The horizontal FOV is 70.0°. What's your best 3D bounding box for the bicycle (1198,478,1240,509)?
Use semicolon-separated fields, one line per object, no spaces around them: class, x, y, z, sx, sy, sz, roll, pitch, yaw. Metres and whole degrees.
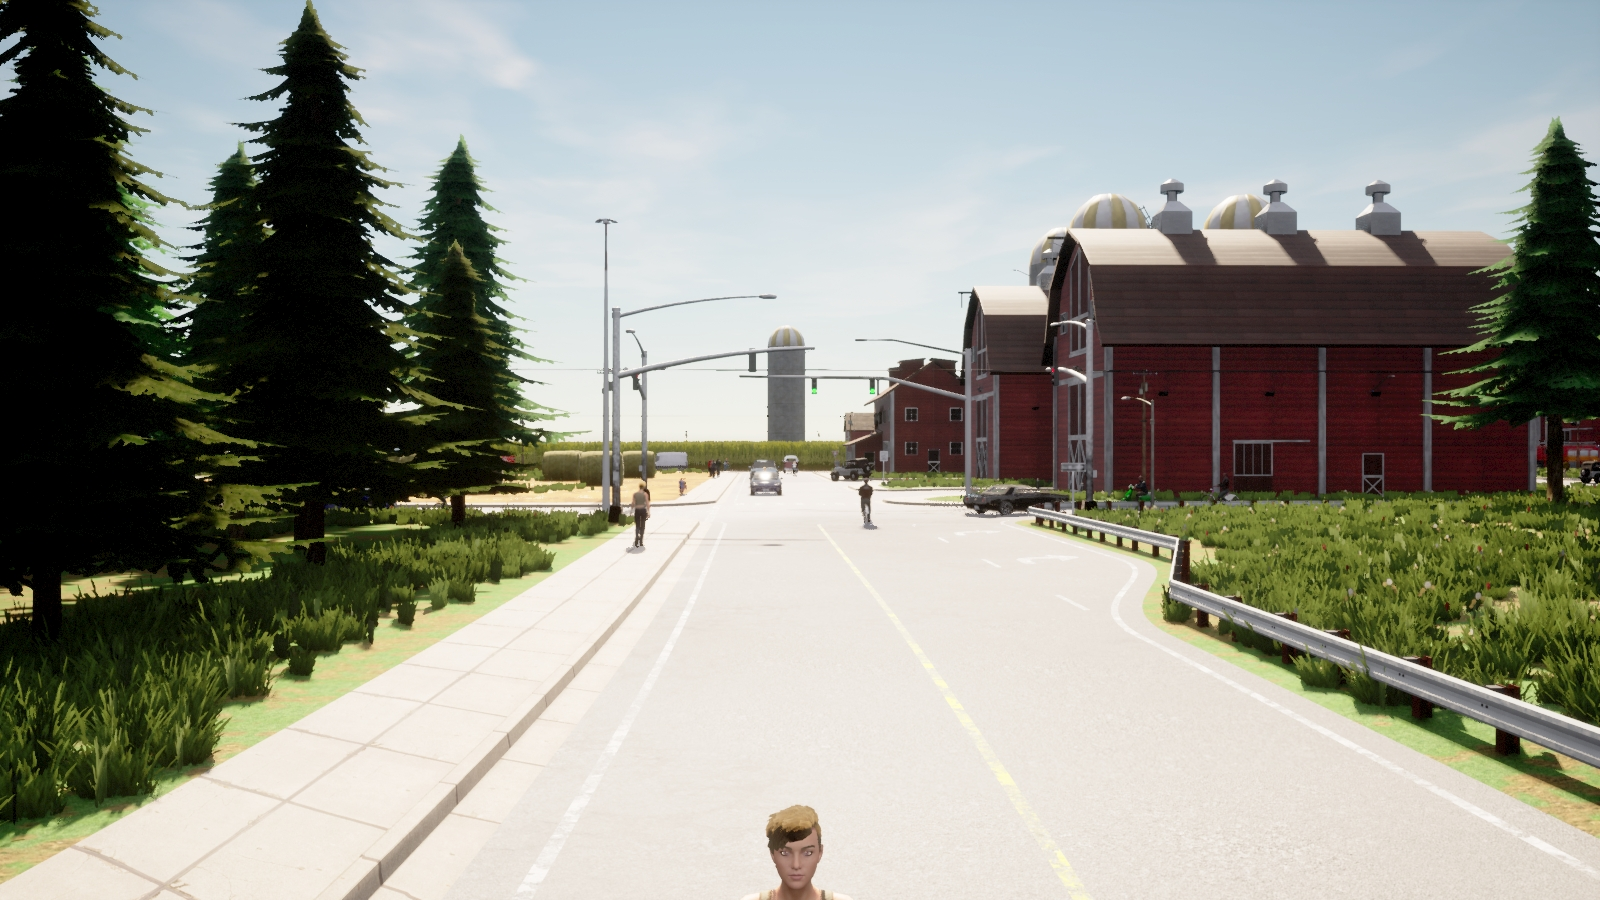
bicycle;19.800;2.064;53.998;1.835;1.471;0.329;0;0;-1

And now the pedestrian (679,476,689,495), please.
pedestrian;-6.749;2.054;66.714;0.500;1.100;0.500;0;0;-17

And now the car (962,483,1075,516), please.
car;9.581;2.152;50.087;4.718;1.301;1.895;0;0;-27

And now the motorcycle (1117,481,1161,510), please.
motorcycle;15.989;2.145;53.899;1.805;1.316;0.856;0;0;-1

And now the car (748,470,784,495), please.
car;-2.153;2.036;72.119;2.163;1.488;4.792;0;0;-2

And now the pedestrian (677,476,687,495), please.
pedestrian;-6.841;2.054;66.110;0.500;1.100;0.500;0;0;3

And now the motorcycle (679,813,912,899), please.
motorcycle;-0.013;2.128;3.457;0.764;1.307;2.356;0;0;0

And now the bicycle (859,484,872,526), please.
bicycle;2.442;2.036;42.713;0.329;1.471;1.835;0;0;-2

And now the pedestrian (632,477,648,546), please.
pedestrian;-4.350;1.671;31.061;0.375;1.860;0.375;0;0;1
